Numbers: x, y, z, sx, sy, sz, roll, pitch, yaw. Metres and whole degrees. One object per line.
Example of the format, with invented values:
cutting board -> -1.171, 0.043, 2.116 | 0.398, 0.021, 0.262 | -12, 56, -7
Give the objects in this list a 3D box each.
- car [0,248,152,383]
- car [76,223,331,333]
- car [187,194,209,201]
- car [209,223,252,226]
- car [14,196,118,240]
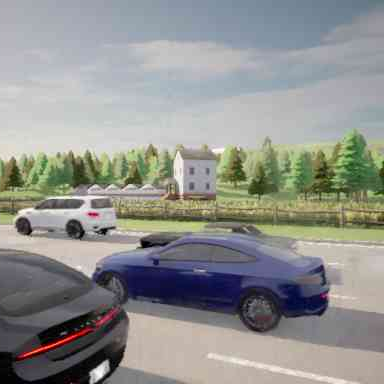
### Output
car -> -3.131, 1.505, 4.214 | 4.892, 1.490, 1.837 | 0, 0, 23
car -> 0.227, 1.526, 6.590 | 4.674, 1.442, 1.812 | 0, 0, 23
car -> 1.380, 1.210, 72.429 | 4.605, 1.855, 1.932 | 0, 0, 23
car -> 0.723, 1.601, 10.181 | 4.718, 1.301, 1.895 | 0, 0, 23
car -> -6.474, 1.221, 17.051 | 5.566, 2.045, 2.150 | 0, 0, 23
